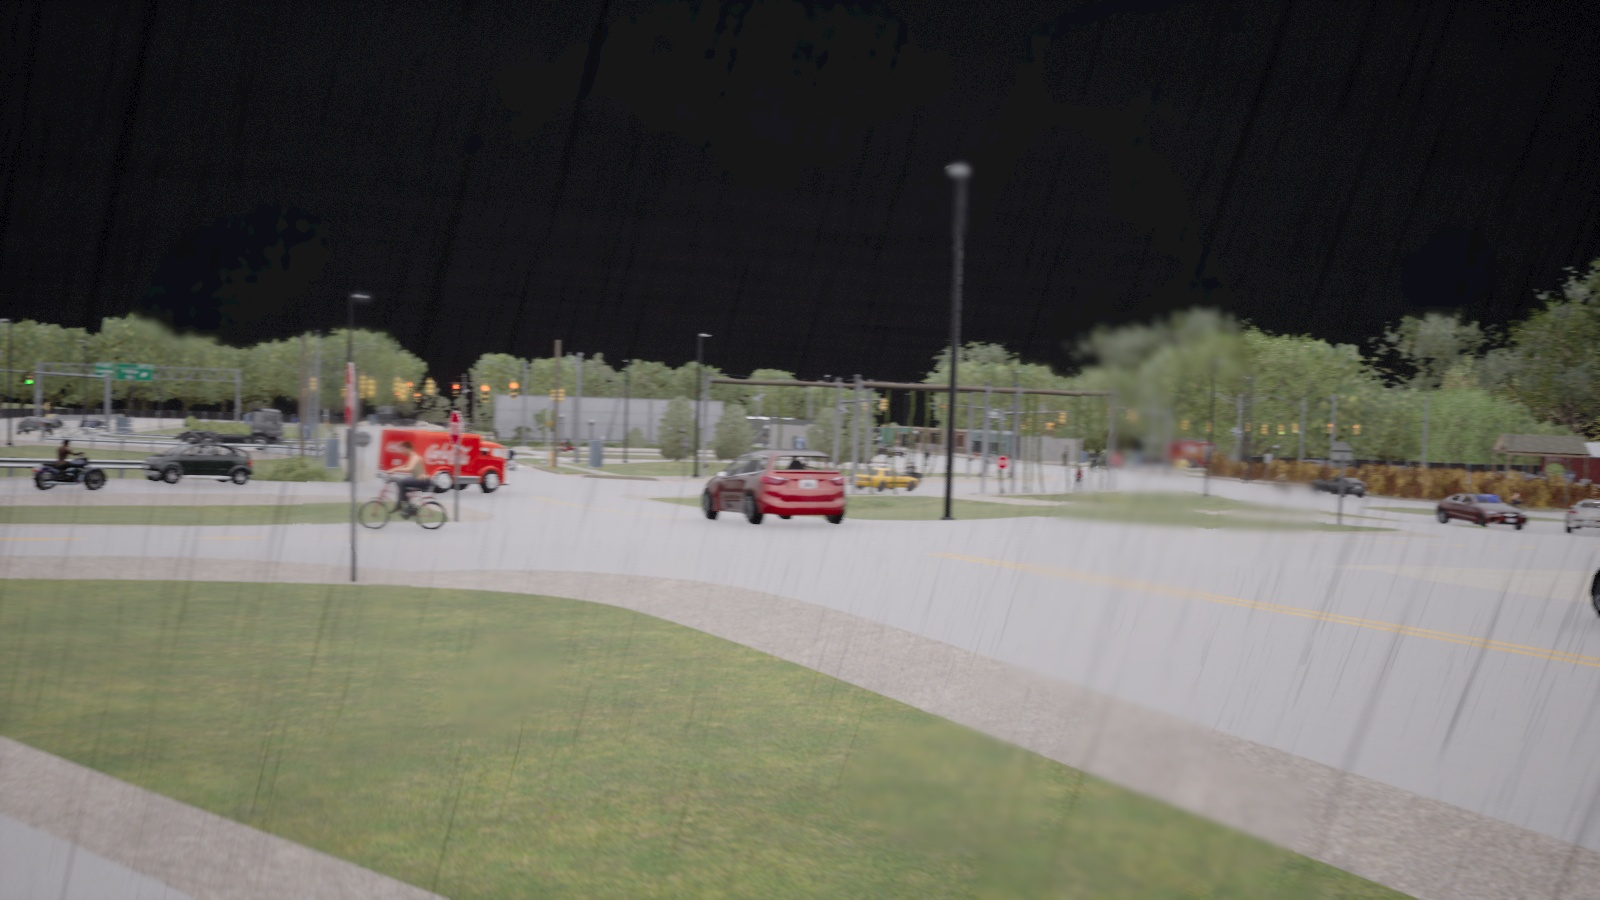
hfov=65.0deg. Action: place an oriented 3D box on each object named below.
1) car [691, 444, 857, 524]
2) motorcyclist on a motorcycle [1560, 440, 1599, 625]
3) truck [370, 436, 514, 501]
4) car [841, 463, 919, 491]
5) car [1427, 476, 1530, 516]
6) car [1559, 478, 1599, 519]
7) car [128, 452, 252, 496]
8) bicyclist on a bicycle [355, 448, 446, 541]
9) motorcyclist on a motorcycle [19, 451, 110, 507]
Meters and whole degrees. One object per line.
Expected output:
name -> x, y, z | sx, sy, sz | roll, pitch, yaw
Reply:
car -> -0.708, 0.768, 28.844 | 2.242, 1.667, 4.611 | 0, -1, -23
motorcyclist on a motorcycle -> 7.284, 0.674, 9.832 | 0.866, 1.530, 2.191 | 0, 0, -22
truck -> -14.784, 0.777, 52.152 | 2.627, 2.467, 5.204 | 3, 0, 34
car -> 4.995, 1.656, 78.104 | 1.801, 1.575, 5.366 | 3, 2, 43
car -> 33.843, 2.251, 62.844 | 2.152, 1.651, 5.027 | 1, 1, -4
car -> 38.840, 2.364, 61.561 | 2.152, 1.651, 5.027 | 2, 3, 38
car -> -22.706, 0.905, 46.843 | 1.789, 1.549, 3.705 | 2, 0, 40
bicyclist on a bicycle -> -7.195, 0.783, 22.629 | 1.509, 1.612, 0.866 | 0, 0, -18
motorcyclist on a motorcycle -> -22.720, 0.884, 38.860 | 0.766, 1.649, 2.350 | 2, 0, 24
